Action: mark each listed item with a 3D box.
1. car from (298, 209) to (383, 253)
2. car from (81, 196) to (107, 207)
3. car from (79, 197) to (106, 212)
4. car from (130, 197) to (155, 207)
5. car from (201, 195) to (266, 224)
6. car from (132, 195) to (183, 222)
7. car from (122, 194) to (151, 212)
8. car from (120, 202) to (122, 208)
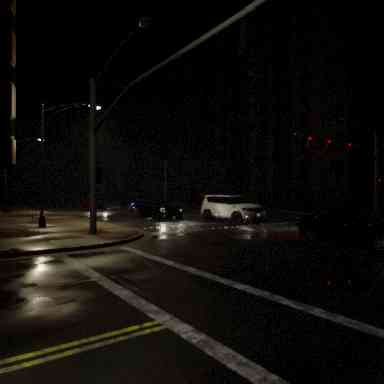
[{"bbox_3d":[6.804,1.509,13.919,1.837,1.490,4.892,0,0,-36],"label":"car"},{"bbox_3d":[-14.594,1.351,49.333,2.033,1.411,5.357,0,0,-36],"label":"car"},{"bbox_3d":[-11.808,1.482,39.456,1.882,1.535,5.008,0,0,-36],"label":"car"},{"bbox_3d":[-7.830,1.533,52.079,1.812,1.442,4.674,0,0,-37],"label":"car"},{"bbox_3d":[2.959,1.226,25.124,2.150,2.045,5.566,0,0,-36],"label":"car"},{"bbox_3d":[-2.660,1.356,26.882,2.097,1.767,4.553,0,0,-36],"label":"car"},{"bbox_3d":[-5.175,1.228,36.272,2.150,2.045,5.566,0,0,-36],"label":"car"},{"bbox_3d":[-8.527,1.532,47.086,1.812,1.442,4.674,0,0,-36],"label":"car"}]
